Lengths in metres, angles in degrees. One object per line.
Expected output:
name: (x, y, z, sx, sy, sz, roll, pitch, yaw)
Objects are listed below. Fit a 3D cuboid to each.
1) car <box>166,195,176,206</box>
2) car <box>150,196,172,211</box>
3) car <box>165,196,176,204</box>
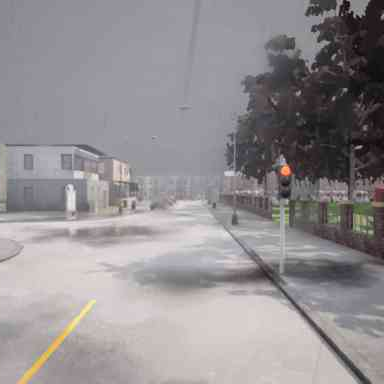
car: (-4.083, 1.344, 52.067, 2.097, 1.767, 4.553, 0, 0, 0)
car: (-4.092, 1.541, 41.965, 2.033, 1.411, 5.357, 0, 0, 0)
car: (-4.038, 1.516, 64.045, 1.812, 1.442, 4.674, 0, 0, 1)
